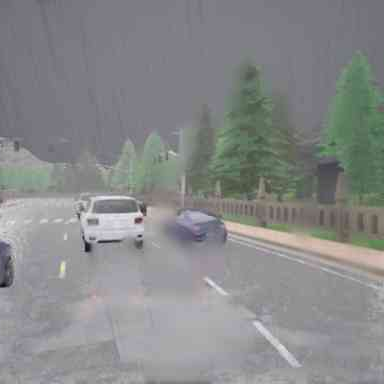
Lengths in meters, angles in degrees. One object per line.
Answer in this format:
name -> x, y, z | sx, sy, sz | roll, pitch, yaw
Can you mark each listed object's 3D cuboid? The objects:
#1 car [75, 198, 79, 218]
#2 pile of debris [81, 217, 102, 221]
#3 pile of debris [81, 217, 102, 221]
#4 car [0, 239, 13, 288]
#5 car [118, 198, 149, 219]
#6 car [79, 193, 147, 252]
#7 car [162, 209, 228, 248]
car -> -8.979, 1.124, 29.213 | 2.150, 2.045, 5.566 | 0, 0, -20
pile of debris -> -7.874, 2.087, 25.959 | 1.500, 0.140, 1.860 | 0, 0, -20
pile of debris -> -7.874, 2.087, 25.959 | 1.500, 0.140, 1.860 | 0, 0, -20
car -> -4.795, 1.519, 6.312 | 1.812, 1.442, 4.674 | 0, 0, -15
car -> -5.241, 1.358, 29.179 | 1.882, 1.535, 5.008 | 0, 0, -20
car -> -3.462, 1.169, 13.993 | 2.150, 2.045, 5.566 | 0, 0, -19
car -> 0.002, 1.452, 14.475 | 1.812, 1.442, 4.674 | 0, 0, -18
